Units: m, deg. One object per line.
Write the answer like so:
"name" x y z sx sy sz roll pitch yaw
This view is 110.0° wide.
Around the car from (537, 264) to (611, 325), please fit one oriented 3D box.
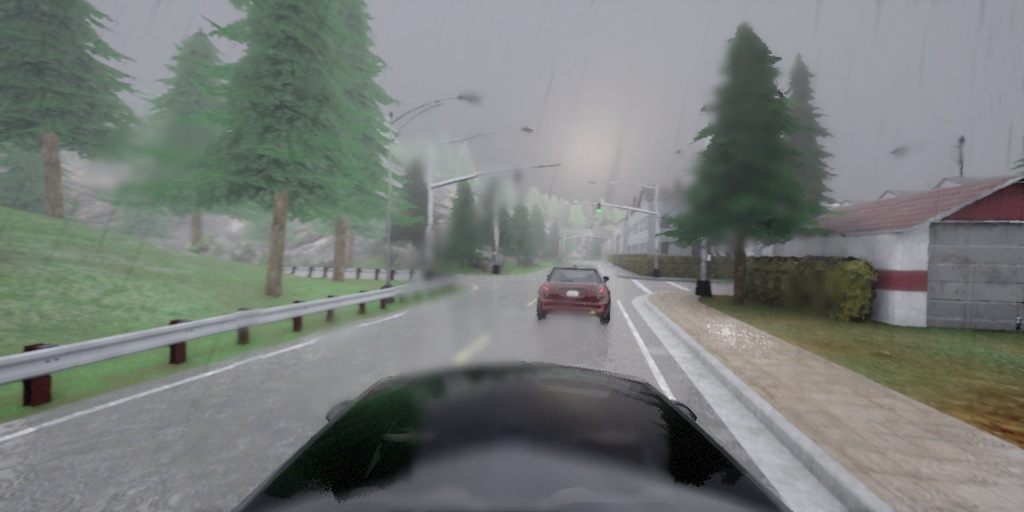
"car" 2.170 1.062 12.098 2.097 1.767 4.553 1 0 13
